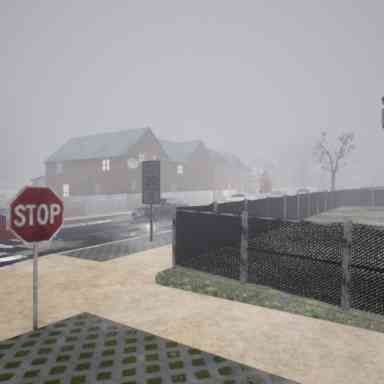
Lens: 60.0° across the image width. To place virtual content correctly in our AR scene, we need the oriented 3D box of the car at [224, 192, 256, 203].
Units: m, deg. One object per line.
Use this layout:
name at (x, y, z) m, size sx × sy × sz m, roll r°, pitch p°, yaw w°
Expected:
car at (4.755, 0.784, 32.441) m, size 1.812 × 1.442 × 4.674 m, roll 0°, pitch 1°, yaw 33°

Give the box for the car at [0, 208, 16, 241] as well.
car at (-8.197, 1.367, 13.550) m, size 1.994 × 1.385 × 4.181 m, roll 0°, pitch 2°, yaw 38°

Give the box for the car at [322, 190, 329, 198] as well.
car at (19.830, 0.343, 50.134) m, size 1.895 × 1.301 × 4.718 m, roll 0°, pitch 1°, yaw 33°

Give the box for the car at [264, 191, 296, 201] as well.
car at (10.768, 0.558, 41.484) m, size 2.033 × 1.411 × 5.357 m, roll 0°, pitch 1°, yaw 34°

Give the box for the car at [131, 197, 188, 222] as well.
car at (-1.993, 1.074, 22.216) m, size 1.812 × 1.442 × 4.674 m, roll 0°, pitch 1°, yaw 33°

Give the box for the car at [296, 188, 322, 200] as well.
car at (14.406, 0.311, 41.812) m, size 2.097 × 1.767 × 4.553 m, roll 0°, pitch 1°, yaw 34°
